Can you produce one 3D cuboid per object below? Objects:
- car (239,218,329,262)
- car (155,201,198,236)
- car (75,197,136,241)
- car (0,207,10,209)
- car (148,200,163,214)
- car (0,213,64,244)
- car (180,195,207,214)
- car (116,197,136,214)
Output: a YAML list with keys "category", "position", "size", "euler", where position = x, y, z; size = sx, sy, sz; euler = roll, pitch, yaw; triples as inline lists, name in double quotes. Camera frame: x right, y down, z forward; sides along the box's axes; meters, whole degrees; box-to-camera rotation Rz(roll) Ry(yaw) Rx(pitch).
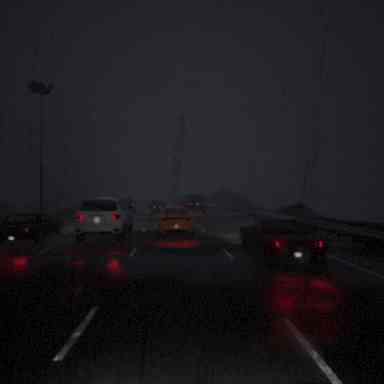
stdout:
- category: "car"
  position: [3.064, 1.612, 12.235]
  size: [1.895, 1.301, 4.718]
  euler: [0, 0, -4]
- category: "car"
  position: [-1.006, 1.515, 18.718]
  size: [1.882, 1.535, 5.008]
  euler: [0, 0, -6]
- category: "car"
  position: [-4.337, 1.268, 17.026]
  size: [2.150, 2.045, 5.566]
  euler: [0, 0, -5]
- category: "car"
  position: [-21.868, 1.637, 37.121]
  size: [2.128, 1.511, 4.902]
  euler: [0, 0, -13]
- category: "car"
  position: [-3.769, 1.627, 37.057]
  size: [2.033, 1.411, 5.357]
  euler: [0, 0, -11]
- category: "car"
  position: [-7.773, 1.658, 16.185]
  size: [1.895, 1.301, 4.718]
  euler: [0, 0, -5]
- category: "car"
  position: [0.052, 1.285, 35.633]
  size: [2.150, 2.045, 5.566]
  euler: [0, 0, -11]
- category: "car"
  position: [-7.491, 1.446, 37.590]
  size: [2.097, 1.767, 4.553]
  euler: [0, 0, -12]
